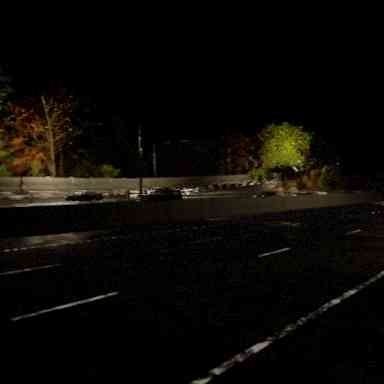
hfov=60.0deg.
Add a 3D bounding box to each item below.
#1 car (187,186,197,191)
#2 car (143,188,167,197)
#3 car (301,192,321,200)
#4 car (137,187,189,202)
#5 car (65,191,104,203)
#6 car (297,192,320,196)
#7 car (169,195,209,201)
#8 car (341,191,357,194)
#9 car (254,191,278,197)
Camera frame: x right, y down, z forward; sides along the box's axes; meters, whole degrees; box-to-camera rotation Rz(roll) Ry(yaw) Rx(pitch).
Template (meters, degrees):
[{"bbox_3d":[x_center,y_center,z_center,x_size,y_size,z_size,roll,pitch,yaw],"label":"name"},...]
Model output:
[{"bbox_3d":[-0.457,-0.576,72.767,1.837,1.490,4.892,0,3,25],"label":"car"},{"bbox_3d":[-6.539,0.045,59.116,2.128,1.511,4.902,0,2,23],"label":"car"},{"bbox_3d":[22.489,0.695,62.710,4.674,1.442,1.812,-1,1,-44],"label":"car"},{"bbox_3d":[-3.424,0.740,37.317,5.566,2.045,2.150,1,0,-44],"label":"car"},{"bbox_3d":[-13.474,0.556,42.114,2.033,1.411,5.357,0,1,23],"label":"car"},{"bbox_3d":[15.615,0.925,46.187,5.357,1.411,2.033,-1,1,-44],"label":"car"},{"bbox_3d":[0.517,1.204,31.382,4.718,1.301,1.895,-1,1,-44],"label":"car"},{"bbox_3d":[27.049,0.568,57.388,4.553,1.767,2.097,-1,1,-44],"label":"car"},{"bbox_3d":[11.613,0.676,52.047,4.553,1.767,2.097,-1,1,-44],"label":"car"}]
